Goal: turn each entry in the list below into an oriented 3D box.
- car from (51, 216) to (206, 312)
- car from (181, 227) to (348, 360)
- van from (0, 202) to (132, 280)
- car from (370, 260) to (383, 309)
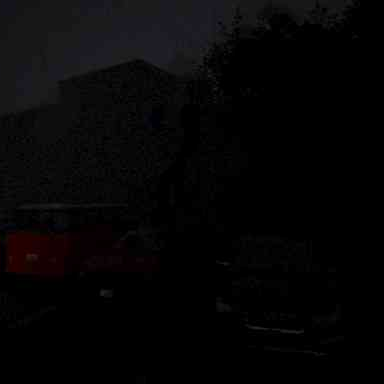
[{"bbox_3d":[-0.769,1.486,8.007,2.097,1.535,5.008,0,-1,15],"label":"car"},{"bbox_3d":[1.615,1.475,6.308,2.231,1.521,4.892,0,-1,15],"label":"car"},{"bbox_3d":[-3.133,1.296,9.815,1.878,1.987,4.442,-1,-1,15],"label":"van"},{"bbox_3d":[4.037,1.481,4.786,1.946,1.575,5.366,0,-1,16],"label":"car"}]
